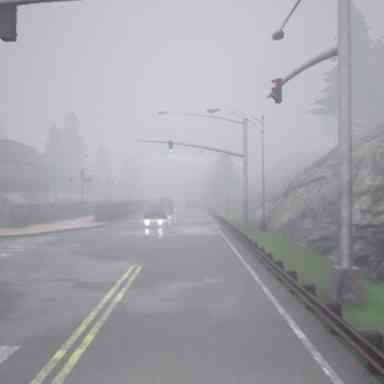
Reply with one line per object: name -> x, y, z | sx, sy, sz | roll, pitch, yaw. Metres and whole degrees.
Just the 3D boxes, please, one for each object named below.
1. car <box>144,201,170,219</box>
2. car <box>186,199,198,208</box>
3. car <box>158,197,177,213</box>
car -> -3.569, 1.905, 32.956 | 1.994, 1.385, 4.181 | 0, -1, -1
car -> 0.057, 1.960, 58.805 | 2.097, 1.767, 4.553 | 0, -1, 0
car -> -3.545, 1.673, 43.606 | 2.150, 2.045, 5.566 | 0, -1, 0
